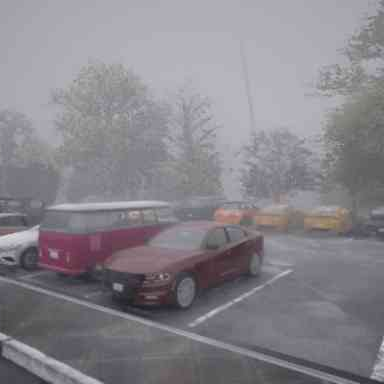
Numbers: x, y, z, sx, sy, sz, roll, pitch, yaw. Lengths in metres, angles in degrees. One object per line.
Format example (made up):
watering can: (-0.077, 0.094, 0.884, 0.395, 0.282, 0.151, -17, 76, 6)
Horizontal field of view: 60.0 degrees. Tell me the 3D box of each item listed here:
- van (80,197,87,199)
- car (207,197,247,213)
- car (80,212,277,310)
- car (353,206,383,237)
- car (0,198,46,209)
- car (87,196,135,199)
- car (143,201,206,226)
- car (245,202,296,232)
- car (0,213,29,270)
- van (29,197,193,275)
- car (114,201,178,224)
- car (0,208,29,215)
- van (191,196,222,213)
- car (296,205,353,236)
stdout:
van: (-7.974, 1.375, 30.176, 1.878, 1.987, 4.442, -1, 0, 36)
car: (3.305, 1.391, 21.935, 2.185, 1.767, 4.553, 0, 0, 36)
car: (0.080, 1.495, 8.209, 2.097, 1.535, 5.008, 0, 0, 36)
car: (10.083, 1.483, 17.123, 2.231, 1.521, 4.892, 0, 0, 36)
car: (-8.976, 1.291, 14.638, 2.435, 2.045, 5.566, 0, 0, 36)
car: (-5.674, 1.320, 28.422, 2.435, 2.045, 5.566, -1, 0, 36)
car: (-1.188, 1.541, 25.175, 2.231, 1.521, 4.892, 0, 0, 36)
car: (5.473, 1.506, 20.418, 2.097, 1.535, 5.008, 0, 0, 36)
car: (-4.439, 1.558, 11.434, 2.002, 1.452, 4.674, 0, 0, 36)
van: (-2.115, 1.281, 9.914, 1.878, 1.987, 4.442, 0, 0, 36)
car: (-3.543, 1.551, 26.639, 1.946, 1.575, 5.366, 0, 0, 36)
car: (-6.682, 1.560, 13.070, 2.163, 1.488, 4.792, 0, 0, 36)
van: (1.138, 1.303, 23.665, 1.878, 1.987, 4.442, 0, 0, 36)
car: (7.830, 1.493, 18.734, 2.097, 1.535, 5.008, 0, 0, 36)
